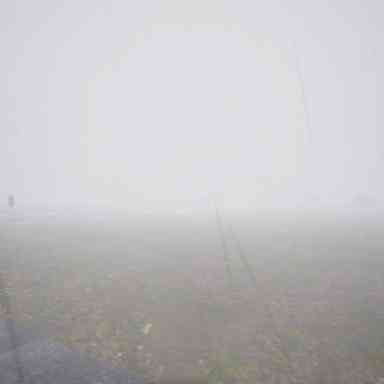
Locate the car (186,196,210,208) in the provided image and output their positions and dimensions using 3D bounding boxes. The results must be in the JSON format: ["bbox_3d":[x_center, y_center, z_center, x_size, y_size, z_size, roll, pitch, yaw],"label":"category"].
[{"bbox_3d":[1.263,1.906,61.679,2.150,2.045,5.566,1,2,36],"label":"car"}]
